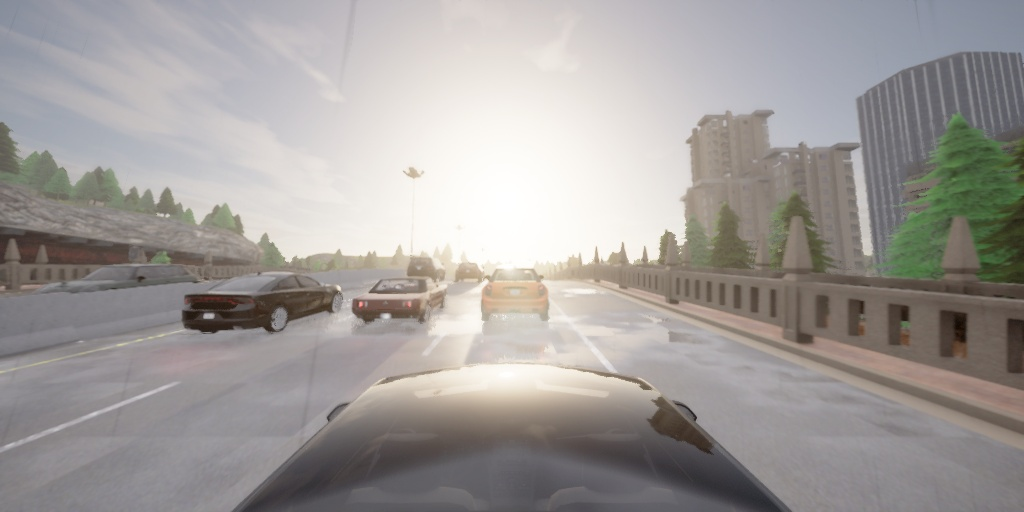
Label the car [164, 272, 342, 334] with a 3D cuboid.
[{"bbox_3d":[-6.906,1.210,10.641,1.882,1.535,5.008,0,0,0],"label":"car"}]

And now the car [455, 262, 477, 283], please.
[{"bbox_3d":[-3.421,1.273,29.948,2.097,1.767,4.553,0,-2,0],"label":"car"}]

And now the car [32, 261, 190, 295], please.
[{"bbox_3d":[-14.099,1.080,13.155,2.097,1.767,4.553,0,0,0],"label":"car"}]

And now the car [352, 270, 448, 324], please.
[{"bbox_3d":[-3.407,1.330,11.924,1.895,1.301,4.718,0,0,0],"label":"car"}]

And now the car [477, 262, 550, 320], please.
[{"bbox_3d":[0.092,1.079,12.684,2.097,1.767,4.553,0,0,0],"label":"car"}]

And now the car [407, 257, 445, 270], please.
[{"bbox_3d":[-6.921,1.121,29.400,2.150,2.045,5.566,0,-2,0],"label":"car"}]
